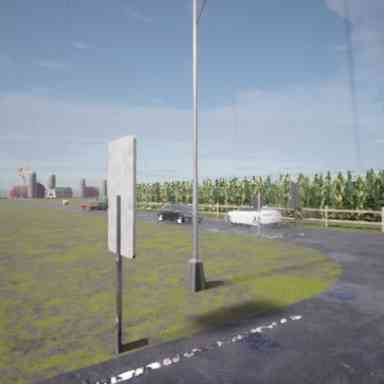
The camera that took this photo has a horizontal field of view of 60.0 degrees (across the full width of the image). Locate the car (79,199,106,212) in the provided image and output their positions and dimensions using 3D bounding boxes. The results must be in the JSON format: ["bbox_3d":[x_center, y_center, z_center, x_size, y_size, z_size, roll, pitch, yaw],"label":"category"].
[{"bbox_3d":[-13.552,1.982,44.609,1.895,1.301,4.718,0,-1,-34],"label":"car"}]

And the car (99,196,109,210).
[{"bbox_3d":[-12.349,1.629,47.919,2.150,2.045,5.566,0,-1,-34],"label":"car"}]

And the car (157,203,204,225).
[{"bbox_3d":[-1.012,1.682,26.240,1.837,1.490,4.892,0,-1,-34],"label":"car"}]

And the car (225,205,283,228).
[{"bbox_3d":[4.304,1.664,23.674,1.812,1.442,4.674,0,-1,-34],"label":"car"}]
